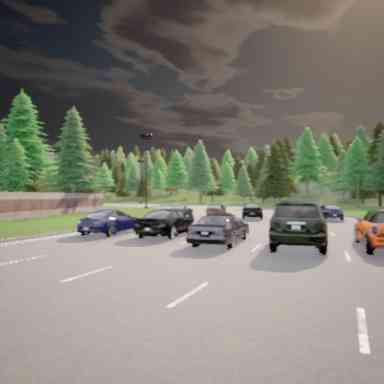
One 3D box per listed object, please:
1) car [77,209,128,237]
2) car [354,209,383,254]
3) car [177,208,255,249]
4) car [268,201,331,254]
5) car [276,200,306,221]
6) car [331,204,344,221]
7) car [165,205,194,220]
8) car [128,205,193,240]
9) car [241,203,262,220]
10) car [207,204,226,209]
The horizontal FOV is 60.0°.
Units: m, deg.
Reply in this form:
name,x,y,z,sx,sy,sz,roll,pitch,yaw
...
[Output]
name,x,y,z,sx,sy,sz,roll,pitch,yaw
car,-4.741,1.742,19.428,1.812,1.442,4.674,0,0,19
car,8.187,1.494,14.014,2.097,1.767,4.553,0,-1,19
car,1.360,1.716,15.643,2.033,1.411,5.357,0,-1,20
car,4.654,1.377,14.472,2.150,2.045,5.566,0,0,20
car,9.153,1.677,31.098,2.097,1.767,4.553,0,-1,10
car,12.662,1.845,30.873,1.812,1.442,4.674,0,0,9
car,-1.152,1.960,32.999,1.895,1.301,4.718,0,-1,10
car,-1.355,1.680,18.524,1.882,1.535,5.008,0,0,19
car,5.857,1.823,32.595,1.882,1.535,5.008,0,0,9
car,2.377,1.879,32.953,1.812,1.442,4.674,0,0,9
